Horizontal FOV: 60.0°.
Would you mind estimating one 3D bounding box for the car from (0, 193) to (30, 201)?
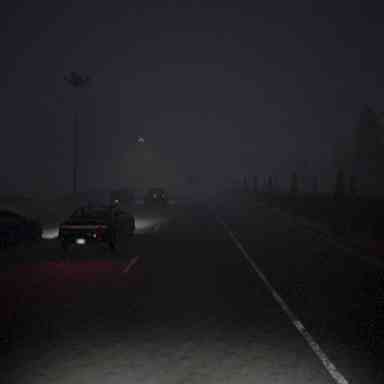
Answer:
[{"bbox_3d":[-14.096,0.822,24.980,2.033,1.411,5.357,0,2,0],"label":"car"}]

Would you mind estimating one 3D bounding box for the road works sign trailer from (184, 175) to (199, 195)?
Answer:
[{"bbox_3d":[0.066,-1.303,59.496,2.380,3.560,2.880,0,0,3],"label":"road works sign trailer"}]

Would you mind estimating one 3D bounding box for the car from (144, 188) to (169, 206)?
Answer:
[{"bbox_3d":[-3.397,0.352,32.661,2.097,1.767,4.553,0,2,0],"label":"car"}]

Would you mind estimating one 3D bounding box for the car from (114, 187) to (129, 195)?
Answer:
[{"bbox_3d":[-13.996,-0.194,66.099,1.882,1.535,5.008,0,-1,0],"label":"car"}]

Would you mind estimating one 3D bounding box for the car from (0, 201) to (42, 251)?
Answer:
[{"bbox_3d":[-6.899,1.284,11.397,1.812,1.442,4.674,0,2,0],"label":"car"}]

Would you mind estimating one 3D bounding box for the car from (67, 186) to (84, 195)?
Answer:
[{"bbox_3d":[-21.014,-0.257,60.409,1.837,1.490,4.892,0,0,1],"label":"car"}]

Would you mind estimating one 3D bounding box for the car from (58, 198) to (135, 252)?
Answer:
[{"bbox_3d":[-3.399,1.206,12.594,2.128,1.511,4.902,0,2,0],"label":"car"}]

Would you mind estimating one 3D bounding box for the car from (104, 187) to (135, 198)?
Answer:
[{"bbox_3d":[-6.896,0.497,32.934,1.837,1.490,4.892,0,2,0],"label":"car"}]

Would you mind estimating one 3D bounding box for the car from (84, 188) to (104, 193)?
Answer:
[{"bbox_3d":[-17.511,-0.159,60.819,1.895,1.301,4.718,0,0,1],"label":"car"}]
